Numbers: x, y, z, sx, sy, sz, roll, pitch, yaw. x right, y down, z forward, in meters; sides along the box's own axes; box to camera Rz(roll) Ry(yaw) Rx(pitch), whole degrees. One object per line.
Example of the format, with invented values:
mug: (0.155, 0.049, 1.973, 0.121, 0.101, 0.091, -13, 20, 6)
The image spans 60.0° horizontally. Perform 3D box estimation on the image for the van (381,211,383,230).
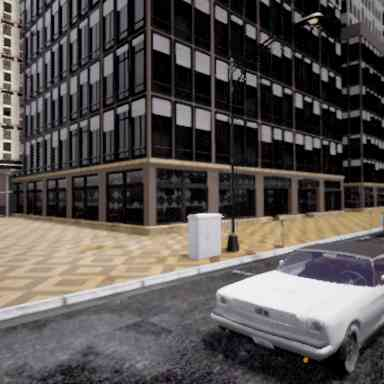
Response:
van: (11.948, 1.482, 18.468, 3.998, 1.788, 1.690, 0, -1, -44)

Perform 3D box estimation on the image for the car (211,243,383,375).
car: (2.505, 1.664, 5.906, 4.718, 1.301, 1.895, 0, -1, -44)
